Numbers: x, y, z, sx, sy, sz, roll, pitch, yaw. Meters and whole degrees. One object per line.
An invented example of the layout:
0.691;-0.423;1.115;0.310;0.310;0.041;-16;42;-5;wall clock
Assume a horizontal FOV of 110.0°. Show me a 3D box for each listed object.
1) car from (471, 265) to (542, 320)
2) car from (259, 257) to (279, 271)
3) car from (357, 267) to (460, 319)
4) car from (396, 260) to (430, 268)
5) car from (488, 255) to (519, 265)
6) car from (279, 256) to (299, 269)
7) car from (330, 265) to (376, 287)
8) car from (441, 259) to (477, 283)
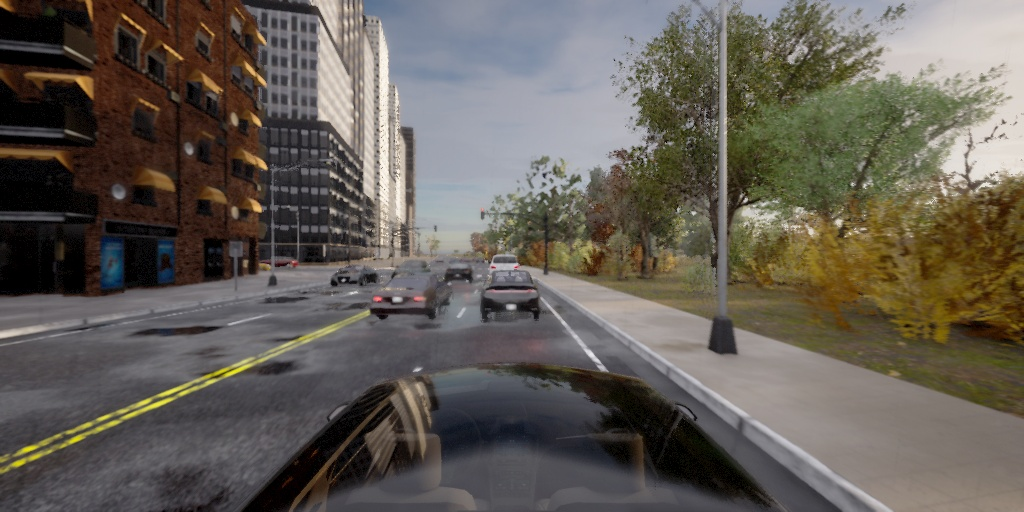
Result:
-0.070;1.225;12.517;2.128;1.511;4.902;0;0;-1;car
-27.071;0.910;36.581;4.829;1.417;1.751;0;0;-12;car
-3.315;1.283;12.727;2.033;1.411;5.357;0;0;-1;car
-7.244;1.066;26.236;2.097;1.767;4.553;0;0;-3;car
-0.607;0.929;26.748;2.150;2.045;5.566;0;0;-3;car
-29.204;0.766;44.869;4.097;1.591;1.967;0;0;-12;car
-10.401;1.286;23.982;1.994;1.385;4.181;0;0;-2;car
-3.886;1.188;27.145;1.882;1.535;5.008;0;0;-4;car
